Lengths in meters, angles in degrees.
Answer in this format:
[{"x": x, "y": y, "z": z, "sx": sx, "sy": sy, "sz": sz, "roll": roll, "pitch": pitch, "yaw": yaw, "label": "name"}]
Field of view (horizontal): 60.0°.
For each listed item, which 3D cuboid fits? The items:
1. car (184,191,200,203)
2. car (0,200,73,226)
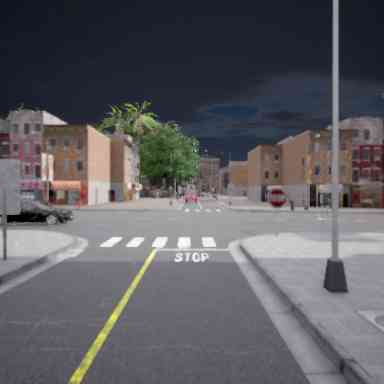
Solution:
[{"x": -0.107, "y": 0.914, "z": 58.798, "sx": 2.150, "sy": 2.045, "sz": 5.566, "roll": 0, "pitch": 0, "yaw": 0, "label": "car"}, {"x": -10.077, "y": 1.274, "z": 20.941, "sx": 5.008, "sy": 1.535, "sz": 1.882, "roll": 0, "pitch": 0, "yaw": 0, "label": "car"}]
